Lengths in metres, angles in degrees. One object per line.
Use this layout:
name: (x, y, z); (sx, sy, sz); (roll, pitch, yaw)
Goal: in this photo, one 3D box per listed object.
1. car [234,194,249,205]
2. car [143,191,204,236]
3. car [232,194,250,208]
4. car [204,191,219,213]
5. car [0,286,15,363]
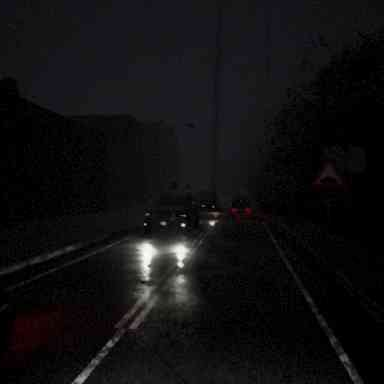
car: (7.535, 1.075, 50.647); (2.033, 1.411, 5.357); (1, 1, 9)
car: (-0.911, 1.050, 17.936); (2.150, 2.045, 5.566); (1, 1, 8)
car: (5.990, 0.974, 40.731); (2.097, 1.767, 4.553); (1, 1, 9)
car: (1.478, 0.890, 33.320); (2.150, 2.045, 5.566); (1, 1, 9)
car: (-3.371, 1.460, 2.126); (1.837, 1.490, 4.892); (1, 0, 10)
